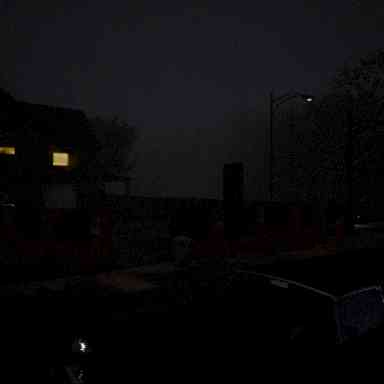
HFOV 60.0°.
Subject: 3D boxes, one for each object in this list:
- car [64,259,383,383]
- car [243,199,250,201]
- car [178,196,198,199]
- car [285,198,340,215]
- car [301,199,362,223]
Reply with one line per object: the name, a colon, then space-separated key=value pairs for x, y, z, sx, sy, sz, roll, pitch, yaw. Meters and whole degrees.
car: x=1.109 y=1.601 z=3.886 sx=4.718 sy=1.301 sz=1.895 roll=0 pitch=0 yaw=-36
car: x=5.001 y=1.437 z=32.665 sx=1.812 sy=1.442 sz=4.674 roll=0 pitch=0 yaw=-36
car: x=-0.202 y=1.229 z=39.899 sx=2.097 sy=1.767 sz=4.553 roll=0 pitch=0 yaw=-36
car: x=12.237 y=1.423 z=34.078 sx=2.128 sy=1.511 sz=4.902 roll=0 pitch=0 yaw=-36
car: x=10.335 y=1.472 z=25.245 sx=1.812 sy=1.442 sz=4.674 roll=0 pitch=0 yaw=-36
